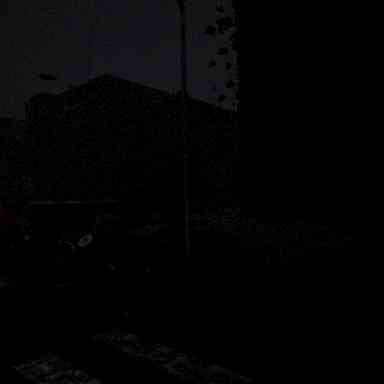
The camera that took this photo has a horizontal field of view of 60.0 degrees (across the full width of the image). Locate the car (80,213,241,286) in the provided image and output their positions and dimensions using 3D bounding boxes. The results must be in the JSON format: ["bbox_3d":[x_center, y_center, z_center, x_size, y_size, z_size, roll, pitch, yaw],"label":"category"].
[{"bbox_3d":[-0.371,1.520,9.672,2.231,1.521,4.892,0,0,39],"label":"car"}]

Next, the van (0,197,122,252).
[{"bbox_3d":[-4.717,1.299,13.065,1.878,1.987,4.442,0,0,39],"label":"van"}]

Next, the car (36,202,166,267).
[{"bbox_3d":[-2.485,1.397,11.439,2.185,1.767,4.553,0,0,39],"label":"car"}]
